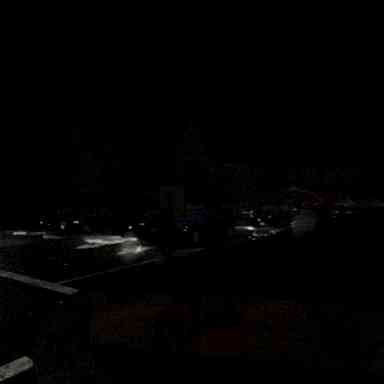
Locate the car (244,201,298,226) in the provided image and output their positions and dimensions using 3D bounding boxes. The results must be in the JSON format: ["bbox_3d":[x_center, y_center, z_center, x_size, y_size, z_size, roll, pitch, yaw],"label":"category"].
[{"bbox_3d":[5.911,1.628,24.404,1.812,1.442,4.674,-1,0,36],"label":"car"}]

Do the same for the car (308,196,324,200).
[{"bbox_3d":[16.455,1.488,44.686,2.097,1.767,4.553,-1,0,37],"label":"car"}]

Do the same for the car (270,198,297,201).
[{"bbox_3d":[8.887,1.687,34.421,2.033,1.411,5.357,-1,0,36],"label":"car"}]

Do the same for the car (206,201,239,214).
[{"bbox_3d":[3.599,1.782,39.041,1.994,1.385,4.181,-1,-1,36],"label":"car"}]

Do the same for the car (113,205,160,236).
[{"bbox_3d":[-2.133,1.707,19.366,1.994,1.385,4.181,-1,0,36],"label":"car"}]

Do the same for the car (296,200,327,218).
[{"bbox_3d":[11.404,1.701,31.933,1.895,1.301,4.718,-1,0,36],"label":"car"}]

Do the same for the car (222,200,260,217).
[{"bbox_3d":[5.290,1.656,35.428,1.882,1.535,5.008,-1,0,36],"label":"car"}]

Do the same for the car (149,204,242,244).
[{"bbox_3d":[0.386,1.582,16.877,1.882,1.535,5.008,-1,0,36],"label":"car"}]

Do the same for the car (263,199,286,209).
[{"bbox_3d":[12.820,1.815,51.519,1.895,1.301,4.718,-1,0,37],"label":"car"}]

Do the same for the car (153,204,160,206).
[{"bbox_3d":[-2.884,1.783,30.192,1.994,1.385,4.181,-1,0,36],"label":"car"}]

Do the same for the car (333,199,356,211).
[{"bbox_3d":[19.934,1.623,43.494,1.812,1.442,4.674,-1,-1,37],"label":"car"}]

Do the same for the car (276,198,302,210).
[{"bbox_3d":[13.659,1.653,46.789,1.882,1.535,5.008,-1,-1,37],"label":"car"}]

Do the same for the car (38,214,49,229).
[{"bbox_3d":[-8.125,1.726,23.028,1.837,1.490,4.892,-1,0,36],"label":"car"}]

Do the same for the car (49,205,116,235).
[{"bbox_3d":[-5.725,1.673,20.383,2.128,1.511,4.902,-1,0,36],"label":"car"}]

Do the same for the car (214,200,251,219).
[{"bbox_3d":[3.130,1.646,26.558,1.837,1.490,4.892,-1,0,36],"label":"car"}]
